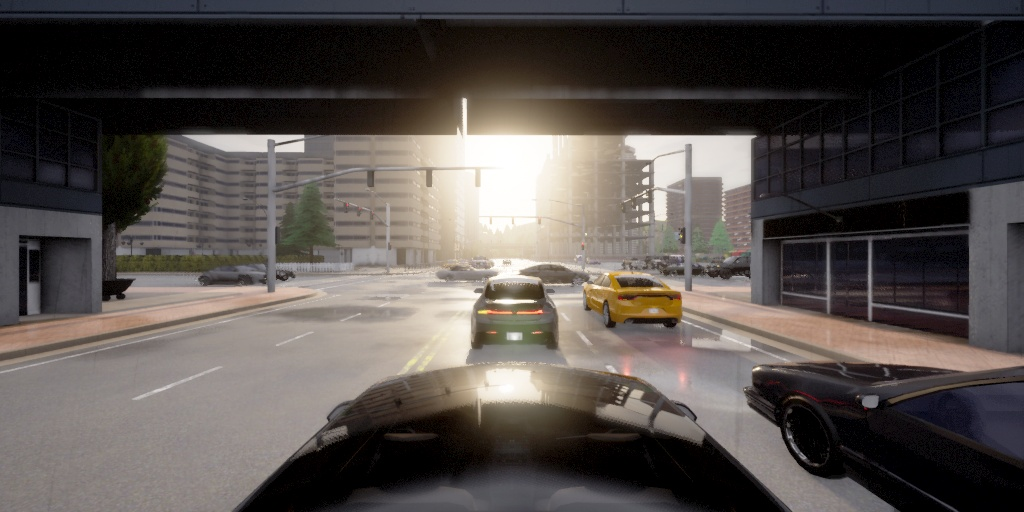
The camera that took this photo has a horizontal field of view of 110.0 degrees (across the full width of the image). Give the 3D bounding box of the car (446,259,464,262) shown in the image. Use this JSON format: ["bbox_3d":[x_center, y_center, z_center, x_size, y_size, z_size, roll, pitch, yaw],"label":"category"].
[{"bbox_3d":[-7.992,1.228,47.657,1.882,1.535,5.008,0,0,0],"label":"car"}]

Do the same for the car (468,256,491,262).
[{"bbox_3d":[-4.508,0.971,50.539,2.150,2.045,5.566,0,0,0],"label":"car"}]

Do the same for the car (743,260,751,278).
[{"bbox_3d":[21.136,1.241,27.622,4.902,1.511,2.128,0,0,1],"label":"car"}]

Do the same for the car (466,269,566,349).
[{"bbox_3d":[0.066,1.255,9.124,1.837,1.490,4.892,0,0,0],"label":"car"}]

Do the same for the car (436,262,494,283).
[{"bbox_3d":[-3.308,1.351,27.617,4.718,1.301,1.895,0,0,-1],"label":"car"}]

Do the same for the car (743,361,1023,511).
[{"bbox_3d":[3.600,1.297,1.668,2.033,1.411,5.357,0,0,0],"label":"car"}]

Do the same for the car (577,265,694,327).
[{"bbox_3d":[3.578,1.228,11.495,1.882,1.535,5.008,0,0,0],"label":"car"}]

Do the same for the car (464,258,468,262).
[{"bbox_3d":[-8.044,1.228,57.229,1.882,1.535,5.008,0,0,0],"label":"car"}]

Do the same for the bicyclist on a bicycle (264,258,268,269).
[{"bbox_3d":[-25.997,1.051,38.388,0.582,1.620,1.656,0,0,0],"label":"bicyclist on a bicycle"}]

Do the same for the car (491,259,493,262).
[{"bbox_3d":[-4.553,1.241,60.280,2.128,1.511,4.902,0,0,0],"label":"car"}]

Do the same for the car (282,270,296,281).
[{"bbox_3d":[-19.634,1.297,27.437,5.357,1.411,2.033,0,0,0],"label":"car"}]

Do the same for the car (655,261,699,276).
[{"bbox_3d":[16.890,1.351,34.896,4.718,1.301,1.895,0,0,0],"label":"car"}]

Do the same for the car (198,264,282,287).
[{"bbox_3d":[-18.237,1.314,23.908,4.181,1.385,1.994,0,0,1],"label":"car"}]

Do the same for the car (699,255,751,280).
[{"bbox_3d":[19.903,0.971,31.357,5.566,2.045,2.150,0,0,1],"label":"car"}]

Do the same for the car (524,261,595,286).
[{"bbox_3d":[2.799,1.255,24.191,4.892,1.490,1.837,0,0,-1],"label":"car"}]
